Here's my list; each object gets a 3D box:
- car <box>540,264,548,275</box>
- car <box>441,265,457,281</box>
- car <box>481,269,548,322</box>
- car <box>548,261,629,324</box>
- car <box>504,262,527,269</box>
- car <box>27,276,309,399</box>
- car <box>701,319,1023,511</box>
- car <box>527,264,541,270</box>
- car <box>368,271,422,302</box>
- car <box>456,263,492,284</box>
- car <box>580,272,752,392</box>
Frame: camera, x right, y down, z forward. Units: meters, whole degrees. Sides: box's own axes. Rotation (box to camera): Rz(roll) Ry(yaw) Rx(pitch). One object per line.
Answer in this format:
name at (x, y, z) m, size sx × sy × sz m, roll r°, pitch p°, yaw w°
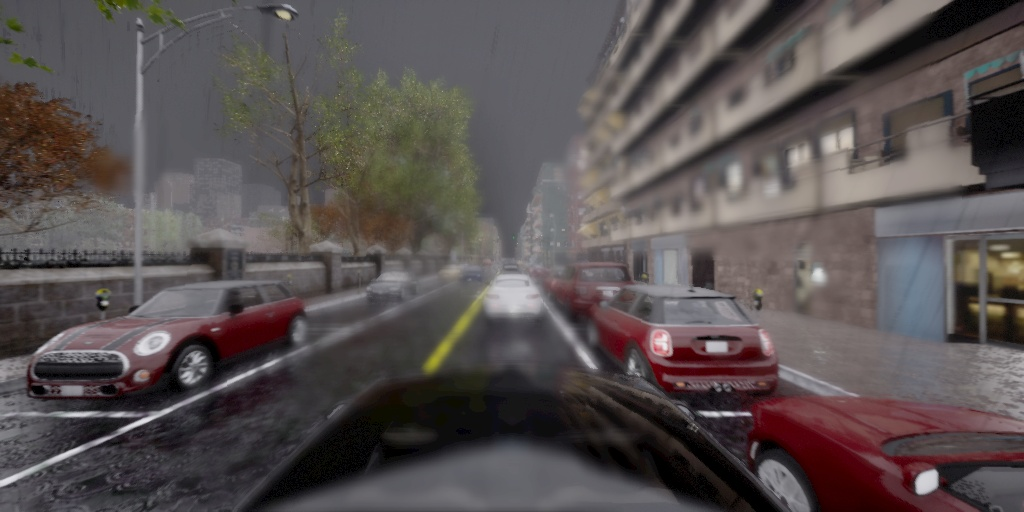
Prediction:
car at (2.685, 1.330, 17.900) m, size 1.967 × 1.591 × 4.097 m, roll 0°, pitch 0°, yaw 0°
car at (-5.702, 1.567, 34.616) m, size 1.751 × 1.417 × 4.829 m, roll 0°, pitch 0°, yaw 0°
car at (0.082, 1.370, 12.683) m, size 1.812 × 1.442 × 4.674 m, roll 0°, pitch 0°, yaw 0°
car at (2.687, 1.156, 12.269) m, size 2.192 × 1.841 × 5.009 m, roll 0°, pitch 0°, yaw 0°
car at (0.083, 1.513, 31.137) m, size 1.837 × 1.490 × 4.892 m, roll 0°, pitch 0°, yaw 0°
car at (-5.691, 1.233, 6.635) m, size 1.967 × 1.591 × 4.097 m, roll 0°, pitch 0°, yaw 0°
car at (2.691, 1.289, 1.010) m, size 1.888 × 1.381 × 4.507 m, roll 0°, pitch 0°, yaw 0°
car at (2.678, 1.481, 34.789) m, size 1.967 × 1.591 × 4.097 m, roll 0°, pitch 0°, yaw 0°
car at (-5.695, 1.441, 17.896) m, size 2.007 × 1.370 × 4.403 m, roll 0°, pitch 0°, yaw 0°
car at (-3.111, 1.549, 30.417) m, size 2.033 × 1.411 × 5.357 m, roll 0°, pitch 0°, yaw 0°
car at (2.690, 1.232, 6.639) m, size 1.967 × 1.591 × 4.097 m, roll 0°, pitch 0°, yaw 0°
